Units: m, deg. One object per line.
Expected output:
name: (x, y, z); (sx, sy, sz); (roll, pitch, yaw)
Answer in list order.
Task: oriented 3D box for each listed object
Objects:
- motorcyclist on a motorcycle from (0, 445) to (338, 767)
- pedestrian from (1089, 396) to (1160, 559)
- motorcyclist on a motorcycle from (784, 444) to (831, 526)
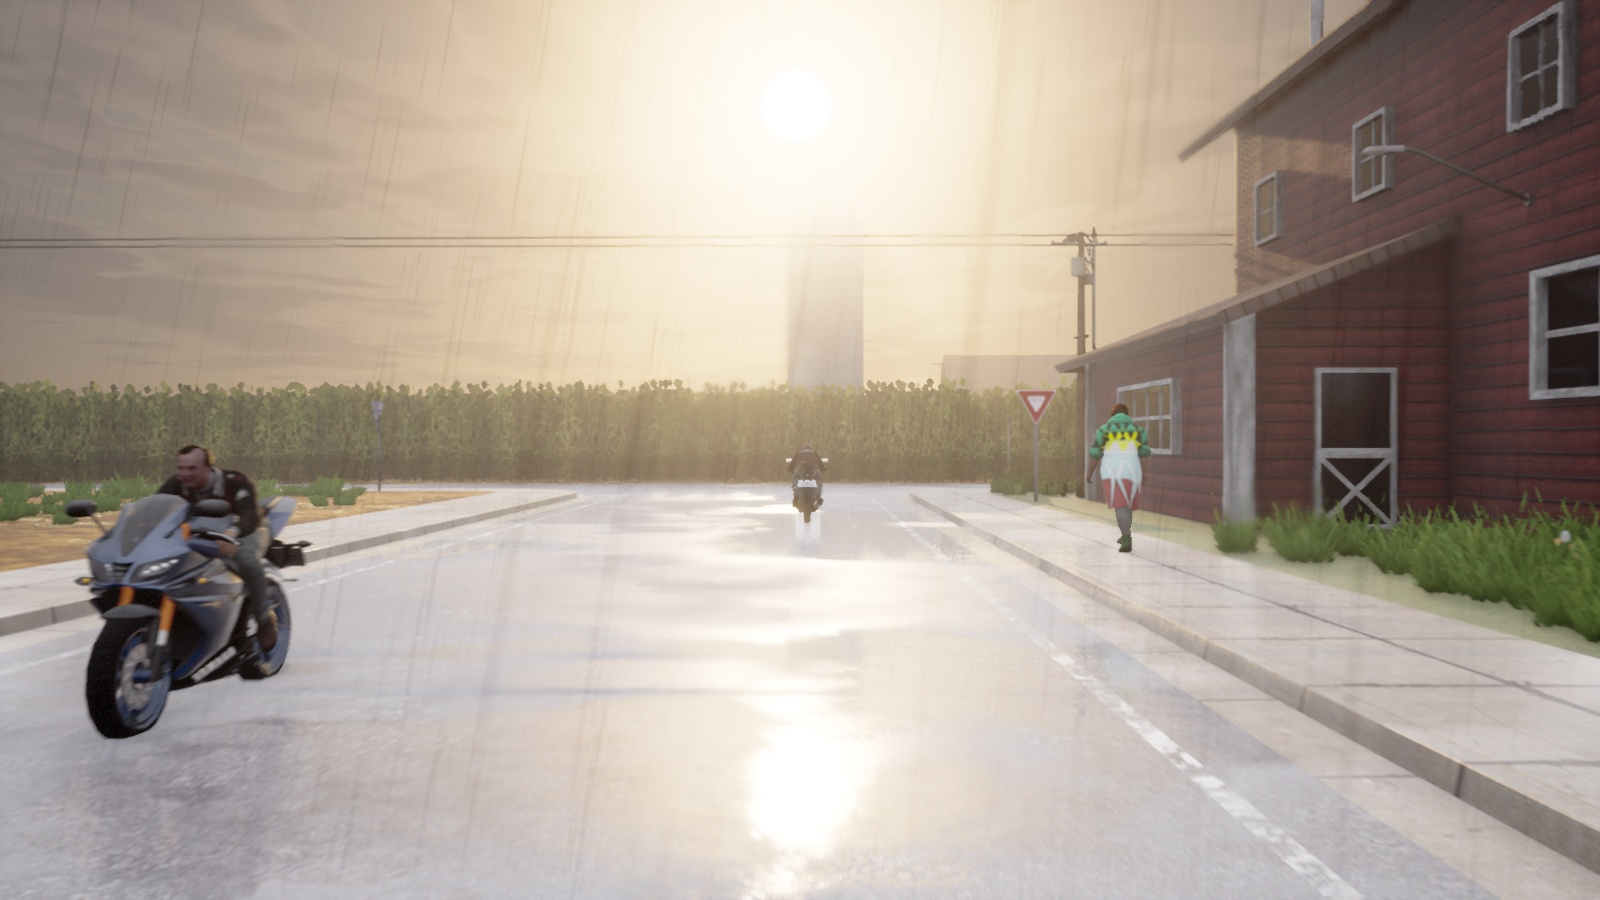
motorcyclist on a motorcycle: (-3.448, 0.739, 7.084); (0.866, 1.530, 2.191); (0, 0, 0)
pedestrian: (3.973, 0.325, 15.421); (0.659, 1.952, 0.873); (0, 0, 1)
motorcyclist on a motorcycle: (0.143, 0.644, 24.521); (0.866, 1.530, 2.191); (0, 0, 0)
